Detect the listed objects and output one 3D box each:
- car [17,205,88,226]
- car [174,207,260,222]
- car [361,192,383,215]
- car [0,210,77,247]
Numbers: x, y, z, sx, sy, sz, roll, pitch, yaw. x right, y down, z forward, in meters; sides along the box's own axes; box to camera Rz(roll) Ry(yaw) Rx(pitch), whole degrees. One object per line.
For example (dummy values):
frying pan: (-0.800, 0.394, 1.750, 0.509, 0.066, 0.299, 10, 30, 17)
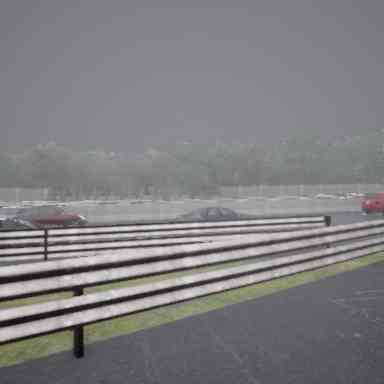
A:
car: (-8.942, 1.627, 21.023, 4.553, 1.767, 2.097, -1, 0, -18)
car: (1.588, 1.637, 20.700, 5.357, 1.411, 2.033, -1, 0, -18)
car: (17.708, 1.007, 29.500, 5.566, 2.045, 2.150, -1, 0, -18)
car: (-7.631, 1.773, 14.094, 4.892, 1.490, 1.837, -1, 0, -18)
